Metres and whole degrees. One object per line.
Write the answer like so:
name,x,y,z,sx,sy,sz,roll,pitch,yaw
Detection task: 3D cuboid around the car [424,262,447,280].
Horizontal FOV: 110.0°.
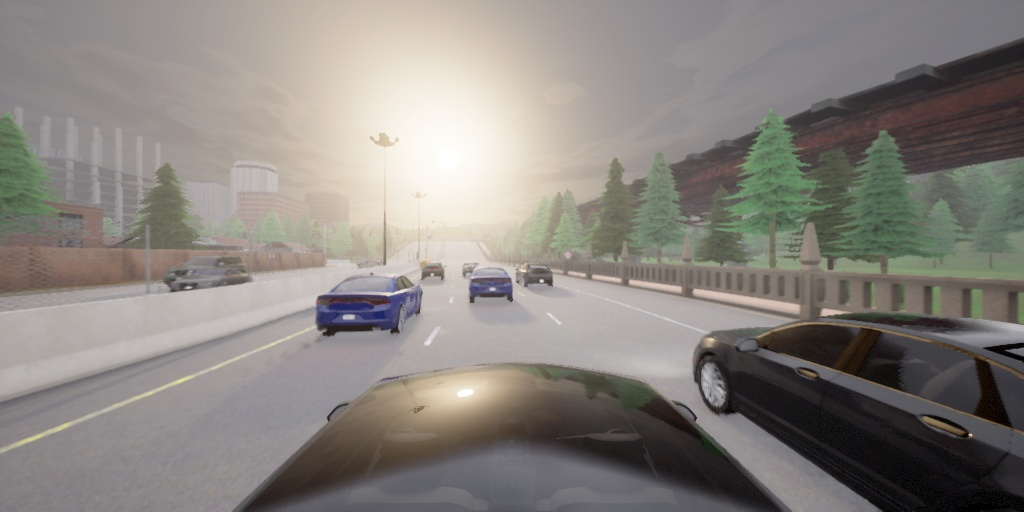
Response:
car,-6.803,1.238,31.229,1.837,1.490,4.892,0,0,-9

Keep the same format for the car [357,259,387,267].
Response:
car,-15.413,1.232,39.446,2.128,1.511,4.902,0,0,-9

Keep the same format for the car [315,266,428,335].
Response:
car,-3.893,1.226,10.569,1.882,1.535,5.008,0,0,-5

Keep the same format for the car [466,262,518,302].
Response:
car,-1.127,1.215,17.199,1.882,1.535,5.008,0,0,-7

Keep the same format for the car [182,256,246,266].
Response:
car,-19.984,0.985,23.829,2.150,2.045,5.566,0,0,-9

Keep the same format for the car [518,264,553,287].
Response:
car,1.418,1.233,24.097,1.837,1.490,4.892,0,0,-9

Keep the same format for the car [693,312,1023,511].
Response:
car,3.454,1.250,3.086,1.837,1.490,4.892,0,0,0

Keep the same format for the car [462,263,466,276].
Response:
car,-4.064,1.272,36.241,2.033,1.411,5.357,0,0,-9

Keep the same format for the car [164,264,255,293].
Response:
car,-15.671,1.324,19.007,1.994,1.385,4.181,0,0,-9
